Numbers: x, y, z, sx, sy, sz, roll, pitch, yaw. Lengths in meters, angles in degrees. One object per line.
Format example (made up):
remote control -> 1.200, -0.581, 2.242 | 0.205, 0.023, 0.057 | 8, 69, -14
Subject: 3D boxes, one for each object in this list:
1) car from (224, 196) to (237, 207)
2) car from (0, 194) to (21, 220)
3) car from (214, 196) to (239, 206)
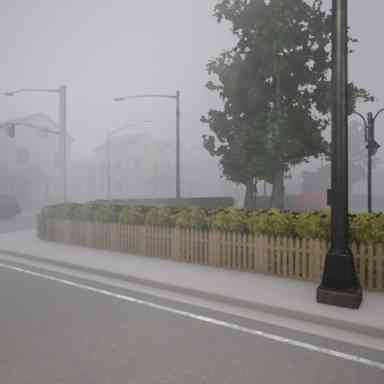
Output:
car -> 4.875, 1.559, 49.126 | 1.994, 1.385, 4.181 | 0, 0, 35
car -> -16.073, 1.215, 25.444 | 2.150, 2.045, 5.566 | 0, 0, 35
car -> 6.046, 1.487, 57.138 | 2.128, 1.511, 4.902 | 0, 0, 35
